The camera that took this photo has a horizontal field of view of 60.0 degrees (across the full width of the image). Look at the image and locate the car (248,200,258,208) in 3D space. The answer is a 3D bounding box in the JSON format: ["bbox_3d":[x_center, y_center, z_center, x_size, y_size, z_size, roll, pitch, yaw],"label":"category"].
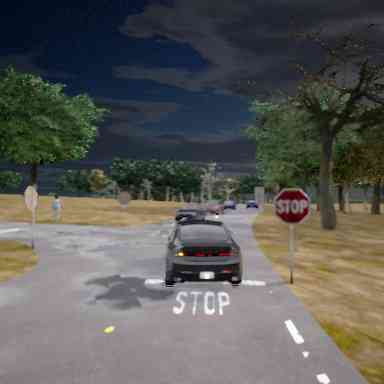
[{"bbox_3d":[12.582,2.412,68.926,1.882,1.535,5.008,0,-1,10],"label":"car"}]

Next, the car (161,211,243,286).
[{"bbox_3d":[0.170,1.532,9.523,1.837,1.490,4.892,0,0,-4],"label":"car"}]

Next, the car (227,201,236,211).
[{"bbox_3d":[5.776,2.074,51.784,1.882,1.535,5.008,0,-1,13],"label":"car"}]

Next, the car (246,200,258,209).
[{"bbox_3d":[10.611,2.200,58.783,1.882,1.535,5.008,0,-1,12],"label":"car"}]

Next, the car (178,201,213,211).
[{"bbox_3d":[0.070,1.765,28.634,2.033,1.411,5.357,0,-1,14],"label":"car"}]

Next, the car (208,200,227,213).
[{"bbox_3d":[2.385,1.725,38.339,2.097,1.767,4.553,0,-1,14],"label":"car"}]

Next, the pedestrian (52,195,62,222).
[{"bbox_3d":[-9.108,1.081,22.305,0.375,1.860,0.375,0,-4,5],"label":"pedestrian"}]
